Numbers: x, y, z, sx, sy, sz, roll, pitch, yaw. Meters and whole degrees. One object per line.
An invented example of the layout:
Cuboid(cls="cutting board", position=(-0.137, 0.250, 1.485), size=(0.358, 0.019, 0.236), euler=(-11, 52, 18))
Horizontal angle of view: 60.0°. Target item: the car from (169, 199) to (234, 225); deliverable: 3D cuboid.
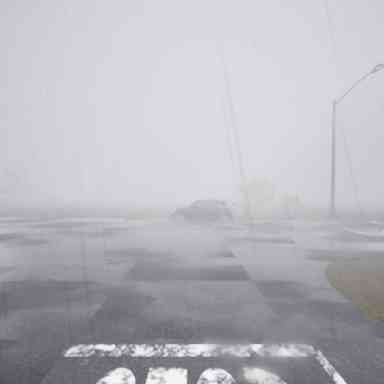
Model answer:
Cuboid(cls="car", position=(0.656, 1.310, 23.699), size=(4.553, 1.767, 2.097), euler=(1, 0, 0))
